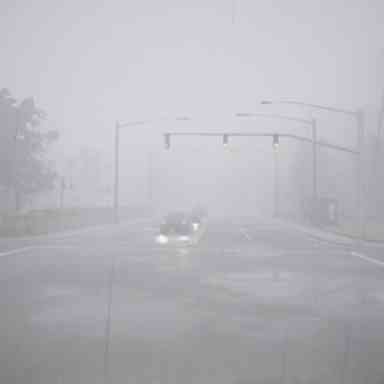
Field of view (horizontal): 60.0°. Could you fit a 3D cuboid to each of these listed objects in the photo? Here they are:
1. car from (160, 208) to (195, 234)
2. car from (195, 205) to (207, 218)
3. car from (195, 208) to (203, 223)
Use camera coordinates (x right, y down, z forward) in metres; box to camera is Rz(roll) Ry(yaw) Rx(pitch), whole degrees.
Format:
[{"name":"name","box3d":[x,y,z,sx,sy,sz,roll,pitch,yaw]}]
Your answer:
[{"name":"car","box3d":[-1.194,2.309,26.474,2.097,1.767,4.553,0,-2,5]},{"name":"car","box3d":[1.403,3.280,56.386,2.150,2.045,5.566,0,-2,5]},{"name":"car","box3d":[-0.062,3.018,39.937,1.994,1.385,4.181,0,-2,5]}]
